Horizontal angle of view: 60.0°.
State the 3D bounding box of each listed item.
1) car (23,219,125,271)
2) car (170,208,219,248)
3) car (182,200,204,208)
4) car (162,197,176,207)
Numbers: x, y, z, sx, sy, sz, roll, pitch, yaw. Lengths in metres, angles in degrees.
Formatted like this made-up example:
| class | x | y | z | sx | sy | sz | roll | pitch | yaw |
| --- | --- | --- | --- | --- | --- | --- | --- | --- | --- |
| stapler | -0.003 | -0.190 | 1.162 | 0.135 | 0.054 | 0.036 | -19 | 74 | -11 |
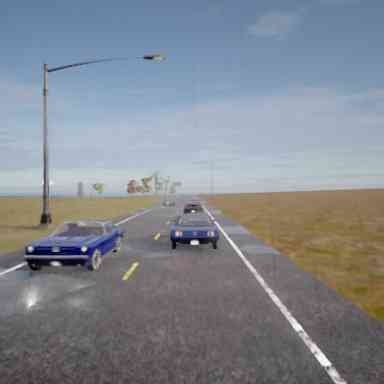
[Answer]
| class | x | y | z | sx | sy | sz | roll | pitch | yaw |
| --- | --- | --- | --- | --- | --- | --- | --- | --- | --- |
| car | -3.595 | 1.602 | 11.006 | 1.895 | 1.301 | 4.718 | 0 | 0 | 0 |
| car | 0.108 | 1.603 | 14.703 | 1.895 | 1.301 | 4.718 | 0 | 0 | 0 |
| car | 0.116 | 1.508 | 32.562 | 1.837 | 1.490 | 4.892 | 0 | 0 | 0 |
| car | -3.549 | 1.494 | 51.355 | 2.128 | 1.511 | 4.902 | 0 | 0 | 0 |
